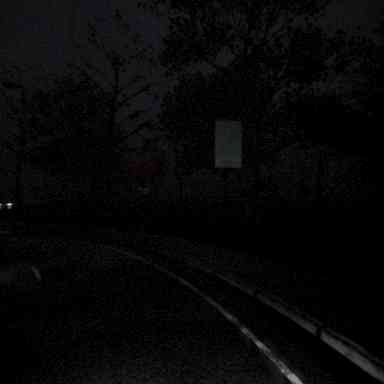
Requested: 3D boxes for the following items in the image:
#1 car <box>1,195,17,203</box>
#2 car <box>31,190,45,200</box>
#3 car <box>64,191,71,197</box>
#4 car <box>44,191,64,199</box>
[{"bbox_3d":[-33.999,1.296,62.342,1.837,1.490,4.892,-1,1,-7],"label":"car"},{"bbox_3d":[-35.798,0.667,78.032,2.150,2.045,5.566,-1,1,-6],"label":"car"},{"bbox_3d":[-33.763,0.542,88.974,2.033,1.411,5.357,-1,1,-6],"label":"car"},{"bbox_3d":[-32.636,0.734,79.001,2.097,1.767,4.553,-1,1,-6],"label":"car"}]
